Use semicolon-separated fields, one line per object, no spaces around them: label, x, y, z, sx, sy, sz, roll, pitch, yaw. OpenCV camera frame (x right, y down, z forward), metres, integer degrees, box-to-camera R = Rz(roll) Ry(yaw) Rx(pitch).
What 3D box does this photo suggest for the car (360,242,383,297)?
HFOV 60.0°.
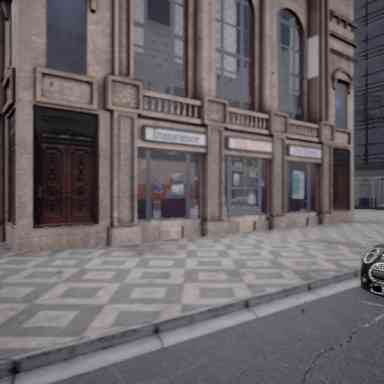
car;5.803;1.346;7.514;4.553;1.767;2.097;0;0;-35
